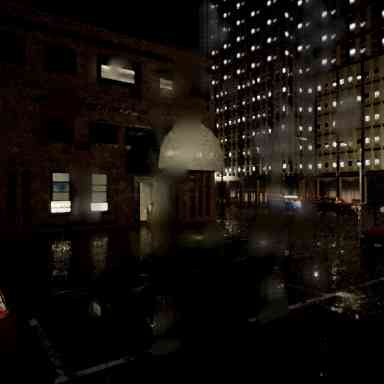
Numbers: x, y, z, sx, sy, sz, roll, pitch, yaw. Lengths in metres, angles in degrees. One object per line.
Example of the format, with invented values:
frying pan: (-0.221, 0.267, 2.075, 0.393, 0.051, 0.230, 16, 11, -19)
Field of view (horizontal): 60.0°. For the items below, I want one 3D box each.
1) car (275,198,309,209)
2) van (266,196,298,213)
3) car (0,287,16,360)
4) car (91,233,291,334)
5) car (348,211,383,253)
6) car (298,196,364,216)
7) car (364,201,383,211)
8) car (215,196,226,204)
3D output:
car: (13.689, 1.514, 45.632, 1.802, 1.307, 4.206, 0, 0, -35)
van: (9.972, 1.326, 36.297, 1.690, 1.788, 3.998, 0, 0, -35)
car: (-4.268, 1.440, 3.526, 4.097, 1.590, 1.967, 0, 0, -35)
car: (0.199, 1.565, 6.774, 4.313, 1.339, 1.947, 0, 0, -35)
car: (8.045, 1.543, 12.440, 4.507, 1.381, 1.887, 0, 0, -35)
car: (13.136, 1.308, 31.748, 2.192, 1.841, 5.009, 0, 0, -35)
car: (20.017, 1.499, 36.535, 2.008, 1.369, 4.403, 0, 0, -35)
car: (4.099, 1.437, 59.417, 1.752, 1.417, 4.829, 0, 0, -35)
